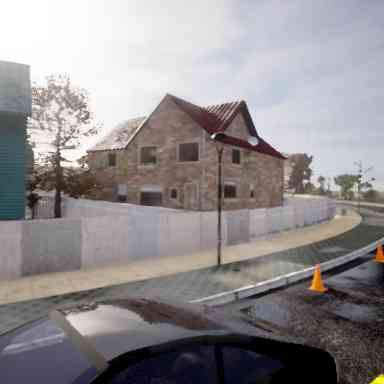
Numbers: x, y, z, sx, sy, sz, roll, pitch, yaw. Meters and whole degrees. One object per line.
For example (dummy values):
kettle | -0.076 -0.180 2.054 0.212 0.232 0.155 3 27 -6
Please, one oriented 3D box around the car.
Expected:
car | -0.694 1.574 2.239 4.181 1.385 1.994 1 0 -37

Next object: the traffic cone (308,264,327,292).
traffic cone | 3.000 2.026 7.936 0.340 0.580 0.340 1 0 -43

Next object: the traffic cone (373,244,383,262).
traffic cone | 6.406 2.053 11.327 0.340 0.580 0.340 0 0 43
